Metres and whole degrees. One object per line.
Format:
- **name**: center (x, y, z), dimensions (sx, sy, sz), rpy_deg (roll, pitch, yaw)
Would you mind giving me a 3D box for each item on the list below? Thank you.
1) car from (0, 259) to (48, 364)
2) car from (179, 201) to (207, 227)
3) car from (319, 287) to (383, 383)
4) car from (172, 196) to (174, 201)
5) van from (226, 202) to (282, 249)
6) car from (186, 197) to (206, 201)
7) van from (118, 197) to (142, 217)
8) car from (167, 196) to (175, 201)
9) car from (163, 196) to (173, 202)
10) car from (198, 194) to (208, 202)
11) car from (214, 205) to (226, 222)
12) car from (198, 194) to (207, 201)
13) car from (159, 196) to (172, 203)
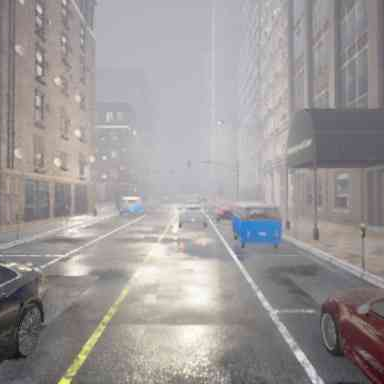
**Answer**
- **car**: center (-3.104, 1.496, 3.142), dimensions (2.128, 1.511, 4.902), rpy_deg (0, 0, 0)
- **car**: center (0.067, 1.561, 22.907), dimensions (1.812, 1.442, 4.674), rpy_deg (0, -1, 0)
- **car**: center (2.696, 1.587, 3.201), dimensions (1.802, 1.307, 4.206), rpy_deg (1, 0, 0)
- **car**: center (-5.780, 1.656, 75.048), dimensions (2.008, 1.369, 4.403), rpy_deg (1, 0, 0)
- **van**: center (2.685, 1.363, 14.504), dimensions (1.690, 1.788, 3.998), rpy_deg (1, 0, 0)
- **car**: center (0.028, 1.556, 35.676), dimensions (2.163, 1.488, 4.792), rpy_deg (0, 0, -1)
- **van**: center (-5.805, 1.388, 31.478), dimensions (1.690, 1.788, 3.998), rpy_deg (1, 0, 0)
- **car**: center (-5.804, 1.710, 92.012), dimensions (1.802, 1.307, 4.206), rpy_deg (1, 0, 0)
- **car**: center (-5.788, 1.679, 80.703), dimensions (1.947, 1.339, 4.313), rpy_deg (1, 0, 0)
- **car**: center (2.596, 1.428, 80.717), dimensions (2.192, 1.841, 5.009), rpy_deg (1, 0, 0)
- **car**: center (2.666, 1.620, 25.805), dimensions (1.802, 1.307, 4.206), rpy_deg (1, 0, 0)
- **car**: center (2.599, 1.687, 75.062), dimensions (1.802, 1.307, 4.206), rpy_deg (1, 0, 0)
- **car**: center (-5.773, 1.649, 69.394), dimensions (2.008, 1.369, 4.403), rpy_deg (1, 0, 0)
